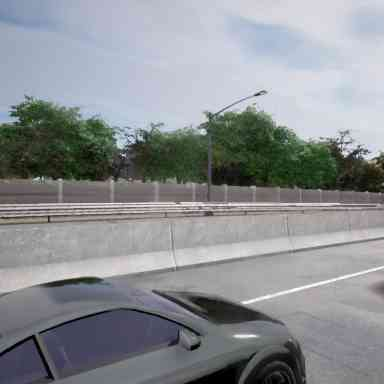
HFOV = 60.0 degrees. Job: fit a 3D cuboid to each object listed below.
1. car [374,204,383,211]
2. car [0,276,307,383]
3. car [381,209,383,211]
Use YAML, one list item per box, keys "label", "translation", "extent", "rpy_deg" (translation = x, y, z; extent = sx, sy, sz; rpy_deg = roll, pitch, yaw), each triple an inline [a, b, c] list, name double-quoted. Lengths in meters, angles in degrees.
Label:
- label: "car"
  translation: [26.000, 2.244, 43.862]
  extent: [5.008, 1.535, 1.882]
  rpy_deg: [2, -1, -35]
- label: "car"
  translation: [-0.842, 1.566, 3.152]
  extent: [4.181, 1.385, 1.994]
  rpy_deg: [0, 0, -35]
- label: "car"
  translation: [7.248, 1.408, 8.876]
  extent: [4.553, 1.767, 2.097]
  rpy_deg: [1, 0, -36]
